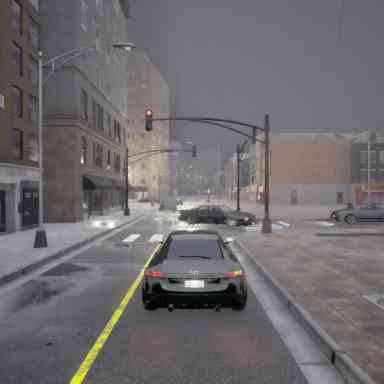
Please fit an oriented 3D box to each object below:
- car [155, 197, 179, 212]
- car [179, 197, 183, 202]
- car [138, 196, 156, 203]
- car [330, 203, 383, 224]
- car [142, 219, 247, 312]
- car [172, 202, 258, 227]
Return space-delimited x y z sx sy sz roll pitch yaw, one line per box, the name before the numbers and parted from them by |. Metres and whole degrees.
car | -2.818 1.516 38.893 1.837 1.490 4.892 0 0 0
car | -2.710 1.592 59.511 1.994 1.385 4.181 0 0 0
car | -8.935 1.596 69.961 4.674 1.442 1.812 0 0 9
car | 12.069 1.515 23.583 4.181 1.385 1.994 0 0 0
car | 0.057 1.564 7.781 1.994 1.385 4.181 0 0 0
car | 1.568 1.548 21.912 5.357 1.411 2.033 0 0 35
